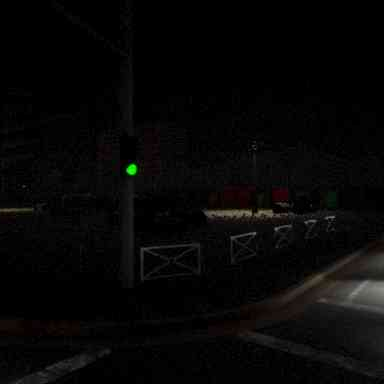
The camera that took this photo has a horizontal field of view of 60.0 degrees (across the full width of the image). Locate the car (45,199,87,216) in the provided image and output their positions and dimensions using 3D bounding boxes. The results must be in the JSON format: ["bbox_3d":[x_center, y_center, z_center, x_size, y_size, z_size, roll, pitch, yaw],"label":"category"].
[{"bbox_3d":[-13.126,1.730,34.601,3.806,1.475,1.970,-1,-1,38],"label":"car"}]

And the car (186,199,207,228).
[{"bbox_3d":[-1.044,1.322,21.704,3.866,1.878,1.905,-1,-1,38],"label":"car"}]

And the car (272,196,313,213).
[{"bbox_3d":[11.026,1.361,37.178,3.866,1.878,1.905,-1,-1,38],"label":"car"}]

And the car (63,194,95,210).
[{"bbox_3d":[-18.061,1.652,52.877,4.605,1.855,1.932,-1,-1,38],"label":"car"}]

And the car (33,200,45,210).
[{"bbox_3d":[-21.460,1.883,48.453,3.806,1.475,1.970,-1,-1,38],"label":"car"}]

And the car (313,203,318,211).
[{"bbox_3d":[12.821,1.606,39.449,3.806,1.475,1.970,-1,-1,38],"label":"car"}]

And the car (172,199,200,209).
[{"bbox_3d":[-0.943,1.738,50.202,3.905,1.438,1.784,-1,-1,38],"label":"car"}]

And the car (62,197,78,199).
[{"bbox_3d":[-19.674,1.857,50.732,3.905,1.438,1.784,-1,-1,38],"label":"car"}]

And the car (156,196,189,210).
[{"bbox_3d":[-2.781,1.522,47.962,4.605,1.855,1.932,-1,-1,38],"label":"car"}]

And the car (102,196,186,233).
[{"bbox_3d":[-2.871,1.314,19.459,4.605,1.855,1.932,-1,-1,38],"label":"car"}]
